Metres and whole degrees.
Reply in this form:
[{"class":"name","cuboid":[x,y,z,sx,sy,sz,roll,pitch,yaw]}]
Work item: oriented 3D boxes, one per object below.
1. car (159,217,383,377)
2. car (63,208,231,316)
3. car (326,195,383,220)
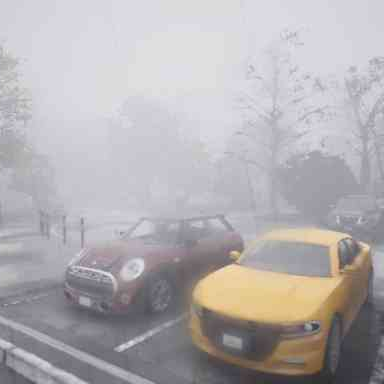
[{"class":"car","cuboid":[1.897,1.442,5.857,2.097,1.535,5.008,0,0,35]},{"class":"car","cuboid":[-0.574,1.306,7.619,2.185,1.767,4.553,0,0,35]},{"class":"car","cuboid":[8.205,1.188,16.376,2.435,2.045,5.566,0,0,35]}]
